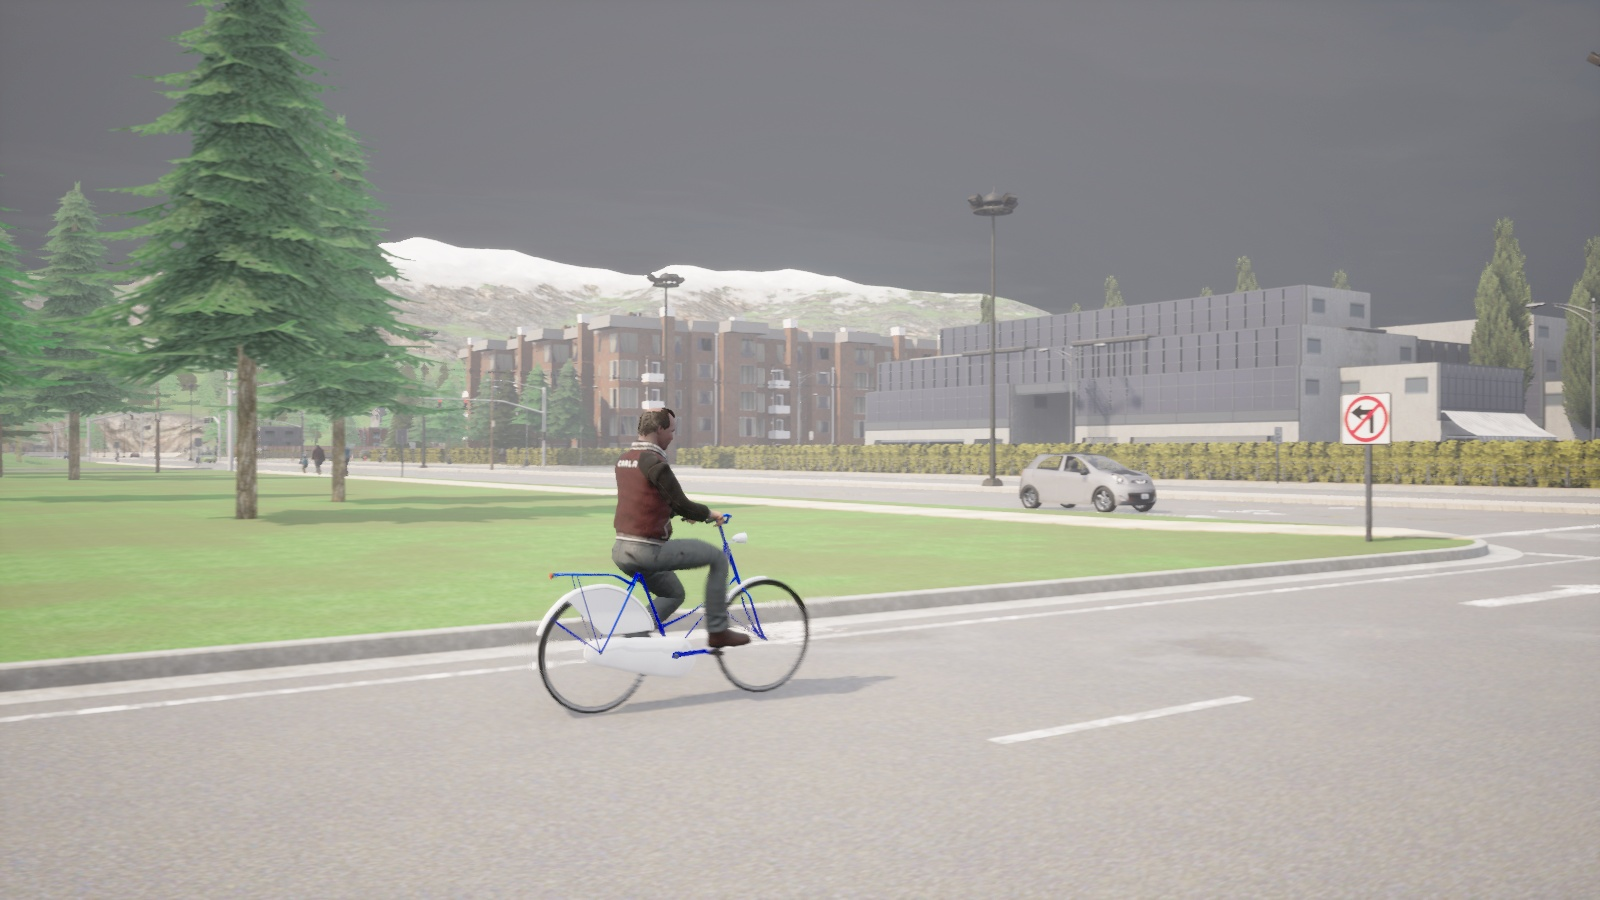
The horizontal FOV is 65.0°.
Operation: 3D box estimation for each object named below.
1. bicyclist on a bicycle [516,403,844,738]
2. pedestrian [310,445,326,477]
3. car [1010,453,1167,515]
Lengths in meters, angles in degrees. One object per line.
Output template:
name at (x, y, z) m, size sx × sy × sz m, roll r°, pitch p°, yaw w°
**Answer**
bicyclist on a bicycle at (-0.676, 0.635, 7.453) m, size 1.843 × 1.776 × 0.659 m, roll 0°, pitch 0°, yaw -35°
pedestrian at (-27.406, 0.617, 71.343) m, size 0.634 × 1.844 × 0.899 m, roll 0°, pitch 0°, yaw -36°
car at (7.399, 0.823, 32.423) m, size 1.845 × 1.501 × 3.633 m, roll 0°, pitch 0°, yaw -36°
